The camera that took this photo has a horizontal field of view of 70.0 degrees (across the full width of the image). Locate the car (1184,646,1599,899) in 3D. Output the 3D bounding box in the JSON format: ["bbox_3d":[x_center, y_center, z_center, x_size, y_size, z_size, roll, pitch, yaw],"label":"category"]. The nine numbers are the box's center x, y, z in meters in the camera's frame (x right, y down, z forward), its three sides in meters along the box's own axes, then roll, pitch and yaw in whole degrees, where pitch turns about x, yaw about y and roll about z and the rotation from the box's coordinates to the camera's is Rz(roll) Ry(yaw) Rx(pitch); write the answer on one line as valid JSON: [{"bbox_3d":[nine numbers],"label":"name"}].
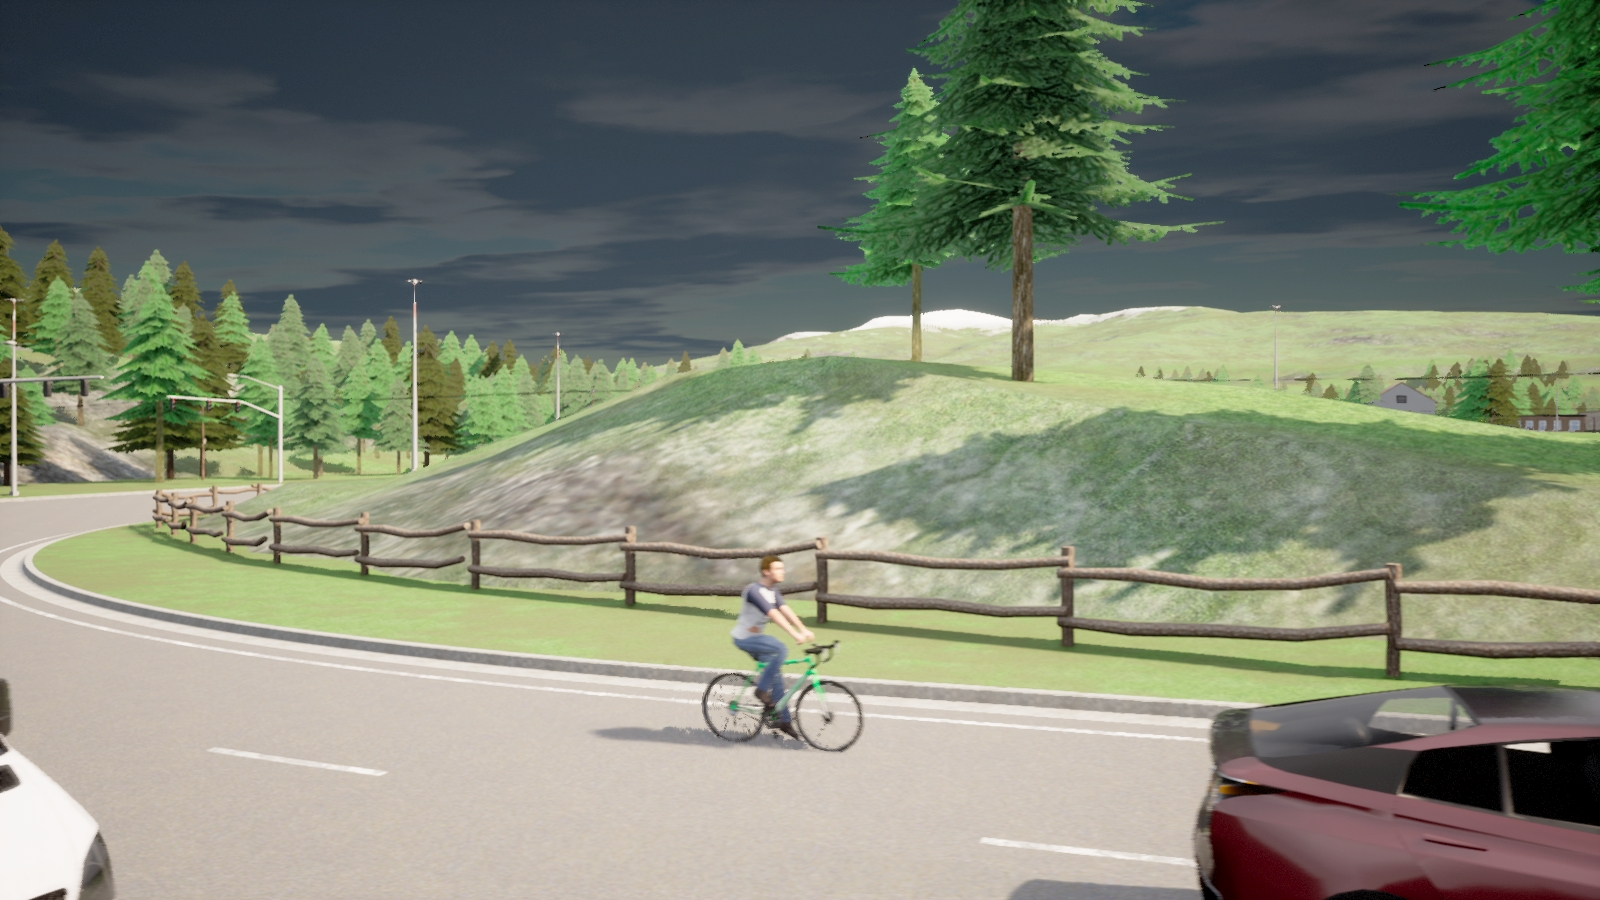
[{"bbox_3d":[4.337,2.038,5.708,4.514,1.525,2.007,0,0,21],"label":"car"}]

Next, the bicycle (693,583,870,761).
[{"bbox_3d":[-0.183,2.060,10.783,1.643,1.496,0.373,0,0,21],"label":"bicycle"}]

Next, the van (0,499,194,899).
[{"bbox_3d":[-5.884,1.541,5.416,5.915,2.561,1.988,0,1,22],"label":"van"}]
